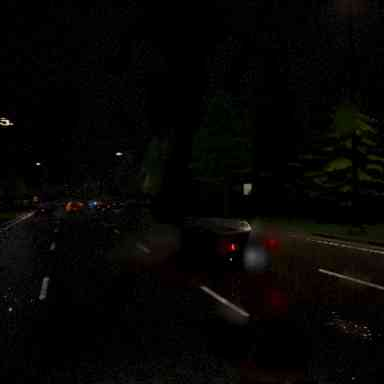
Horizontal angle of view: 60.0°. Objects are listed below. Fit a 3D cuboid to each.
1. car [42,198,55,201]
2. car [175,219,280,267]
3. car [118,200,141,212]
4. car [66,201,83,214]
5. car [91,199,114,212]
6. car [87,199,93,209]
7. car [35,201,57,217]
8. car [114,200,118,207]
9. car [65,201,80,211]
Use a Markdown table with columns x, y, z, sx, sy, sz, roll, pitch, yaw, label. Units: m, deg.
| x | y | z | sx | sy | sz | roll | pitch | yaw | label |
| --- | --- | --- | --- | --- | --- | --- | --- | --- | --- |
| -22.316 | 1.957 | 51.692 | 2.150 | 2.045 | 5.566 | -2 | 0 | -21 | car |
| 0.933 | 1.578 | 11.563 | 1.895 | 1.301 | 4.718 | -2 | 0 | -21 | car |
| -8.104 | 1.760 | 44.290 | 1.882 | 1.535 | 5.008 | -2 | 0 | -21 | car |
| -15.213 | 1.984 | 43.278 | 1.882 | 1.535 | 5.008 | -2 | 0 | -21 | car |
| -12.350 | 2.018 | 45.580 | 1.895 | 1.301 | 4.718 | -2 | 0 | -21 | car |
| -16.079 | 1.892 | 54.940 | 2.097 | 1.767 | 4.553 | -2 | 0 | -21 | car |
| -17.331 | 2.118 | 39.055 | 2.033 | 1.411 | 5.357 | -2 | 0 | -21 | car |
| -12.752 | 2.037 | 56.055 | 1.895 | 1.301 | 4.718 | -2 | 0 | -21 | car |
| -19.253 | 2.204 | 53.480 | 1.994 | 1.385 | 4.181 | -2 | 0 | -21 | car |
